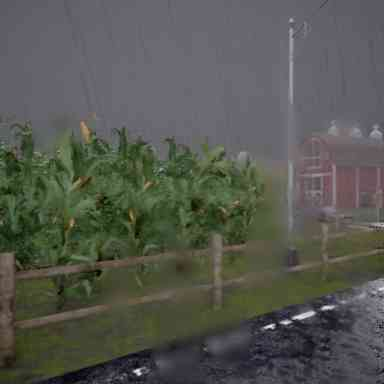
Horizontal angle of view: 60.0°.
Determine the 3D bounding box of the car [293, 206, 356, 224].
[{"bbox_3d":[11.064,1.928,28.362,2.033,1.411,5.357,1,-1,-31],"label":"car"}]
